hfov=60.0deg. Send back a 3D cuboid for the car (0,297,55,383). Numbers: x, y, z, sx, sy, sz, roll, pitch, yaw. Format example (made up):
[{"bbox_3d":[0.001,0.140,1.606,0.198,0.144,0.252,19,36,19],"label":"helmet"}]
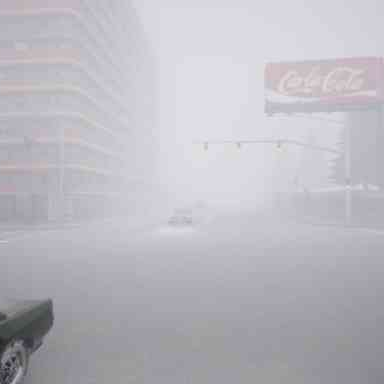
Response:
[{"bbox_3d":[-3.047,1.678,2.506,1.895,1.301,4.718,-1,-1,5],"label":"car"}]

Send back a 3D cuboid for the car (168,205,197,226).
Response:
[{"bbox_3d":[-0.755,1.996,27.557,1.895,1.301,4.718,-1,-1,5],"label":"car"}]

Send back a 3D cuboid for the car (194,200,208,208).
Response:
[{"bbox_3d":[1.475,1.905,52.024,2.097,1.767,4.553,-1,-1,5],"label":"car"}]
